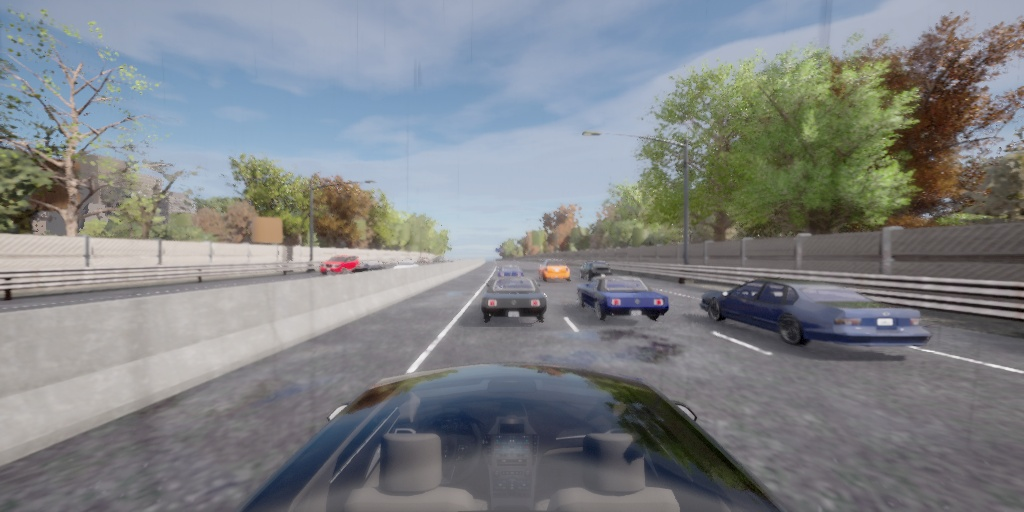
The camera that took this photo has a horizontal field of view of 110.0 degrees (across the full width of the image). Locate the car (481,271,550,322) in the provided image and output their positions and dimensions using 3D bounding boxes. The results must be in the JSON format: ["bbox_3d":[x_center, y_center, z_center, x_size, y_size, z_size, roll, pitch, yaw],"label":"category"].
[{"bbox_3d":[0.048,1.347,12.285,1.895,1.301,4.718,0,0,0],"label":"car"}]

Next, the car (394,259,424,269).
[{"bbox_3d":[-10.973,1.260,37.555,1.812,1.442,4.674,0,0,-1],"label":"car"}]

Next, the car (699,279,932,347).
[{"bbox_3d":[7.058,1.294,9.297,2.033,1.411,5.357,0,0,0],"label":"car"}]

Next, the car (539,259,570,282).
[{"bbox_3d":[3.359,1.091,29.211,2.097,1.767,4.553,0,0,-1],"label":"car"}]

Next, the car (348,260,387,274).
[{"bbox_3d":[-14.459,1.336,36.536,1.895,1.301,4.718,0,0,-1],"label":"car"}]

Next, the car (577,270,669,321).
[{"bbox_3d":[3.547,1.346,12.450,1.895,1.301,4.718,0,0,0],"label":"car"}]

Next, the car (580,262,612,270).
[{"bbox_3d":[6.855,1.244,29.612,1.837,1.490,4.892,0,0,-1],"label":"car"}]

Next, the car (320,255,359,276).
[{"bbox_3d":[-17.959,0.924,37.823,2.150,2.045,5.566,1,1,-1],"label":"car"}]

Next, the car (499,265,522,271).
[{"bbox_3d":[-0.116,1.340,27.672,1.895,1.301,4.718,0,0,-1],"label":"car"}]
